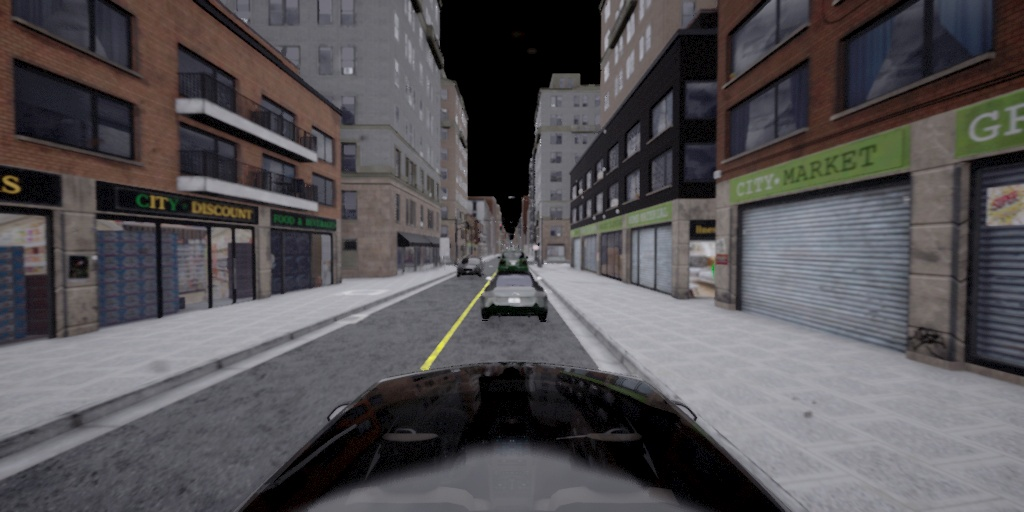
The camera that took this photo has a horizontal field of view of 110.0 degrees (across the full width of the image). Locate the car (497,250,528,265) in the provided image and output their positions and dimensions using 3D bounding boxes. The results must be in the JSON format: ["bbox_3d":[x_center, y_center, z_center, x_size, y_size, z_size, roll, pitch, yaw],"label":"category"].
[{"bbox_3d":[0.065,0.565,27.349,2.150,2.045,5.566,0,1,-1],"label":"car"}]

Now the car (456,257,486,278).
[{"bbox_3d":[-3.103,0.845,27.669,1.837,1.490,4.892,0,0,0],"label":"car"}]

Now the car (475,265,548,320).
[{"bbox_3d":[0.069,1.156,11.823,1.994,1.385,4.181,0,1,0],"label":"car"}]
